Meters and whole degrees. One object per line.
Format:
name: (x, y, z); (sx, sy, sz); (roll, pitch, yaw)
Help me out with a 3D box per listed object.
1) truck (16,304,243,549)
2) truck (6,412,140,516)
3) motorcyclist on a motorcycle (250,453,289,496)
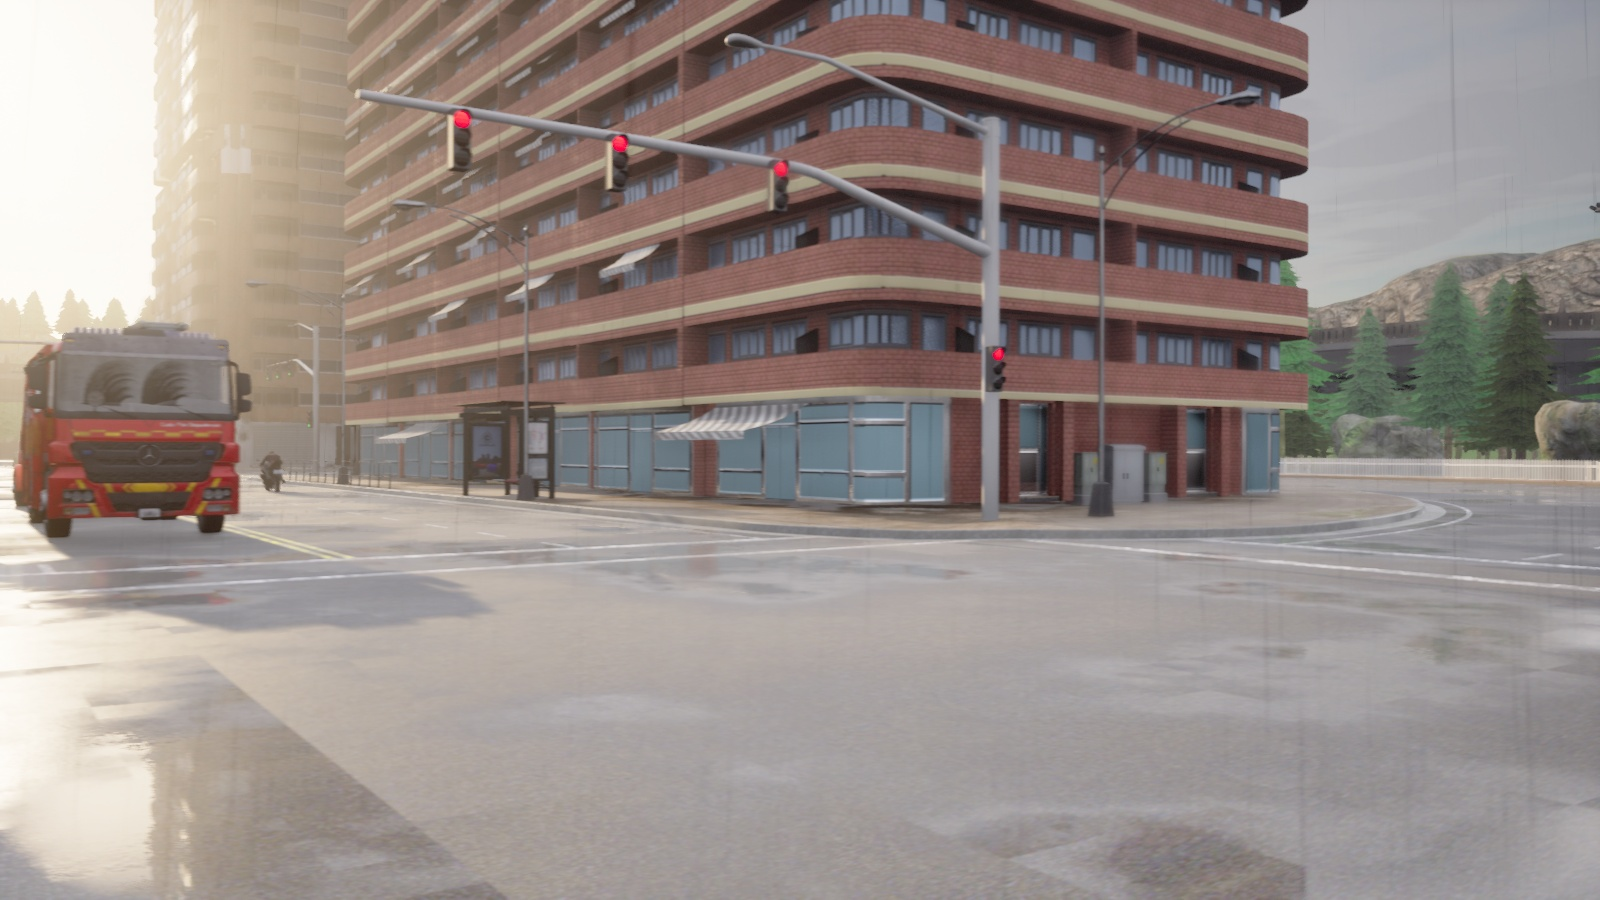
truck: (-13.039, -0.360, 23.965); (2.891, 3.827, 8.468); (0, 0, -34)
truck: (-18.914, 0.337, 32.546); (2.627, 2.467, 5.204); (0, 0, -34)
motorcyclist on a motorcycle: (-19.083, 0.865, 45.167); (0.866, 1.530, 2.191); (0, 0, -34)
